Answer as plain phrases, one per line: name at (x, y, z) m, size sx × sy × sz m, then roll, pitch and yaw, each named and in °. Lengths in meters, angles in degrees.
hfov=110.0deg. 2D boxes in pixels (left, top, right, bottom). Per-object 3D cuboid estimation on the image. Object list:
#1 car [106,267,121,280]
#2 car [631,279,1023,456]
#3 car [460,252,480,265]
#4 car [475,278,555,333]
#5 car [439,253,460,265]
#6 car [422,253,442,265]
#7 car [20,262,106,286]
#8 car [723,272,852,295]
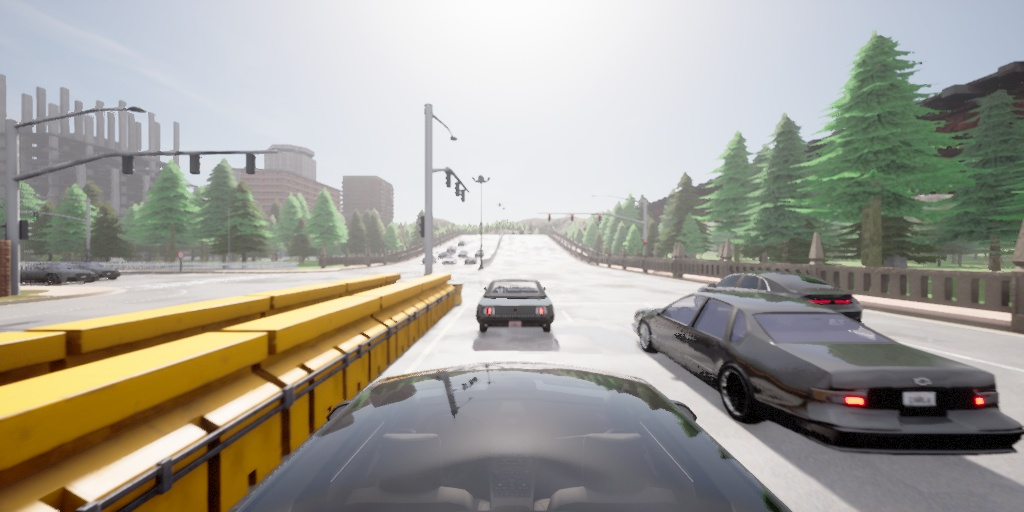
car at (-32.085, 1.141, 26.829) m, size 4.181 × 1.385 × 1.994 m, roll 0°, pitch 0°, yaw 2°
car at (3.563, 1.271, 5.632) m, size 2.033 × 1.411 × 5.357 m, roll 0°, pitch 0°, yaw 0°
car at (-7.031, 0.662, 60.857) m, size 2.128 × 1.511 × 4.902 m, roll 0°, pitch 3°, yaw 1°
car at (0.085, 1.290, 10.539) m, size 1.895 × 1.301 × 4.718 m, roll 0°, pitch 0°, yaw 0°
car at (-10.530, 0.707, 60.630) m, size 1.812 × 1.442 × 4.674 m, roll 0°, pitch 3°, yaw 1°
car at (-14.026, 0.650, 61.110) m, size 2.128 × 1.511 × 4.902 m, roll 0°, pitch 3°, yaw 1°
car at (-29.667, 1.166, 23.240) m, size 4.181 × 1.385 × 1.994 m, roll 0°, pitch 0°, yaw 2°
car at (7.085, 1.195, 10.258) m, size 1.837 × 1.490 × 4.892 m, roll 0°, pitch 0°, yaw 0°
